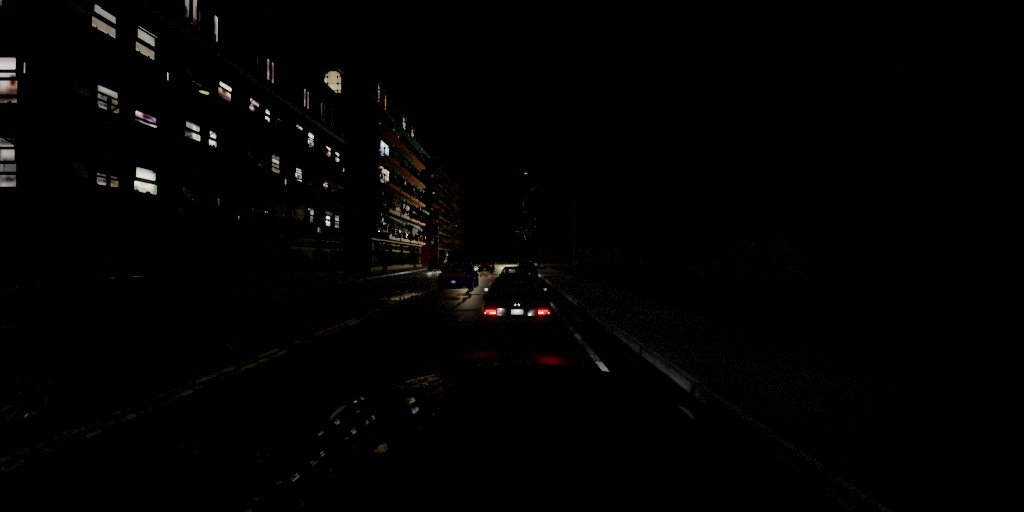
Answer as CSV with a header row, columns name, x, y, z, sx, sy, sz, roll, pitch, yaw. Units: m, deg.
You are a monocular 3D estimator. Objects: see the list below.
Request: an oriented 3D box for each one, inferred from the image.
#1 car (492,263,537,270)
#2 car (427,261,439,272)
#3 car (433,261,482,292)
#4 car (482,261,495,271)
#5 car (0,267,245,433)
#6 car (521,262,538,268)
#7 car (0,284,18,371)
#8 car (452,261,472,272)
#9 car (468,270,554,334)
name,x,y,z,sx,sy,sz,roll,pitch,yaw
car,0.124,1.301,20.899,2.033,1.411,5.357,0,0,0
car,-9.791,1.301,47.531,2.033,1.411,5.357,0,0,0
car,-3.125,1.231,21.584,1.882,1.535,5.008,0,0,0
car,-3.097,1.280,43.311,1.812,1.442,4.674,0,0,0
car,-6.595,1.103,5.500,2.097,1.767,4.553,0,0,0
car,1.174,1.259,30.666,1.837,1.490,4.892,0,0,0
car,-9.847,1.255,4.033,1.837,1.490,4.892,0,0,0
car,-6.542,1.354,47.442,1.895,1.301,4.718,0,0,0
car,0.113,1.299,10.538,2.033,1.411,5.357,0,0,0
